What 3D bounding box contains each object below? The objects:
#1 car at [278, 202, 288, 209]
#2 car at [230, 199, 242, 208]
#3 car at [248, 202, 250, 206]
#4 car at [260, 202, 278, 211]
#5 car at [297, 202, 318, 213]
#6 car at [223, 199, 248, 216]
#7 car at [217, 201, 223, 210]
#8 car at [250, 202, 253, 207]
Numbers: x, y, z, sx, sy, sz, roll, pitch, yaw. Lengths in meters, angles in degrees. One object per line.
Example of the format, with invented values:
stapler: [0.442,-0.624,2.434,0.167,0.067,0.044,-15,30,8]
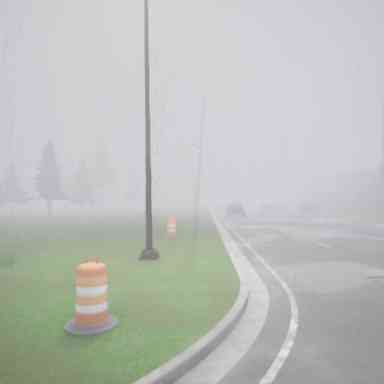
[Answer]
car: [16.745,2.583,63.269,1.895,1.301,4.718,-1,-1,2]
car: [10.096,2.564,75.870,2.150,2.045,5.566,-1,-1,2]
car: [9.721,2.619,65.501,1.882,1.535,5.008,-1,-1,2]
car: [12.904,2.443,56.771,1.812,1.442,4.674,-1,-1,2]
car: [16.138,2.157,46.731,2.128,1.511,4.902,-1,-1,2]
car: [5.475,2.109,42.477,2.097,1.767,4.553,-1,-1,2]
car: [6.291,2.704,64.524,1.812,1.442,4.674,-1,-1,3]
car: [13.825,2.992,81.904,1.895,1.301,4.718,-1,-1,2]
